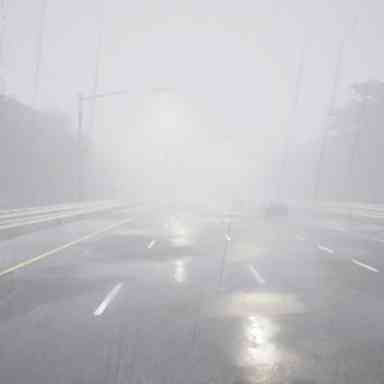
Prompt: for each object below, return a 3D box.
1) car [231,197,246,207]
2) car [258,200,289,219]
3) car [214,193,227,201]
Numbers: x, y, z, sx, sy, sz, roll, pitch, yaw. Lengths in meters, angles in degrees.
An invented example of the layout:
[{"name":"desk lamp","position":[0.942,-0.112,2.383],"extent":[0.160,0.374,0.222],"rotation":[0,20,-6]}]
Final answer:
[{"name":"car","position":[7.153,1.532,51.851],"extent":[2.033,1.411,5.357],"rotation":[0,0,0]},{"name":"car","position":[7.051,1.504,29.126],"extent":[1.837,1.490,4.892],"rotation":[0,0,0]},{"name":"car","position":[7.347,1.302,81.945],"extent":[2.097,1.767,4.553],"rotation":[0,0,0]}]
